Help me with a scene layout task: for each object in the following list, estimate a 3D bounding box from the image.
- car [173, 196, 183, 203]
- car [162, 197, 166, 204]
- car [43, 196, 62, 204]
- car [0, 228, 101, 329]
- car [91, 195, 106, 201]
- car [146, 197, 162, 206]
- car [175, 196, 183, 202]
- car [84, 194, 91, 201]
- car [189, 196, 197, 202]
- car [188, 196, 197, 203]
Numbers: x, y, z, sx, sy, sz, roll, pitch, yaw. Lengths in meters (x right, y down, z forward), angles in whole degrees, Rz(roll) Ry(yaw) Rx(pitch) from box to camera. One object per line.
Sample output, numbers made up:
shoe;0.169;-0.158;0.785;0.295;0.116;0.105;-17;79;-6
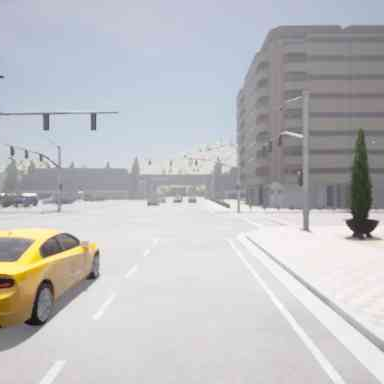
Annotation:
car;-3.374;1.945;77.900;1.895;1.301;4.718;0;0;0
car;-6.879;1.864;74.959;2.128;1.511;4.902;0;0;0
car;-30.095;1.716;70.875;1.970;1.475;3.806;0;0;0
car;-3.437;1.511;7.152;1.882;1.535;5.008;0;0;1
car;-24.406;1.553;88.259;1.932;1.855;4.605;0;0;0
car;-6.944;1.772;59.413;1.837;1.490;4.892;0;0;1
car;-3.359;1.750;86.847;1.837;1.490;4.892;0;0;0
car;-27.300;1.556;88.328;1.905;1.878;3.866;0;0;0
car;0.141;1.789;86.841;2.033;1.411;5.357;0;0;0
car;0.126;1.902;77.863;1.994;1.385;4.181;0;0;0
